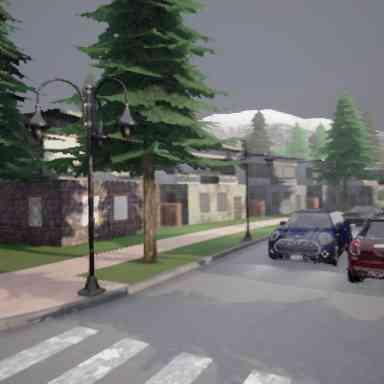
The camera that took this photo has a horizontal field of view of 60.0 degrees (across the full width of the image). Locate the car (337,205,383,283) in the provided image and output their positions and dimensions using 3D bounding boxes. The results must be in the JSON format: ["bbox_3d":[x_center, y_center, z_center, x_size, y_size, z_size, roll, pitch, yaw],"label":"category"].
[{"bbox_3d":[5.916,1.368,9.089,2.097,1.767,4.553,-2,-1,42],"label":"car"}]

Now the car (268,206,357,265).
[{"bbox_3d":[4.426,1.425,12.147,2.097,1.767,4.553,-1,0,33],"label":"car"}]

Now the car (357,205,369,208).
[{"bbox_3d":[11.432,1.558,21.782,2.033,1.411,5.357,-1,-1,43],"label":"car"}]
